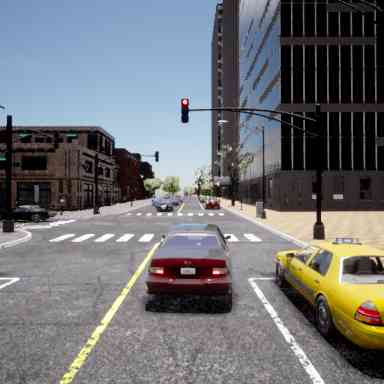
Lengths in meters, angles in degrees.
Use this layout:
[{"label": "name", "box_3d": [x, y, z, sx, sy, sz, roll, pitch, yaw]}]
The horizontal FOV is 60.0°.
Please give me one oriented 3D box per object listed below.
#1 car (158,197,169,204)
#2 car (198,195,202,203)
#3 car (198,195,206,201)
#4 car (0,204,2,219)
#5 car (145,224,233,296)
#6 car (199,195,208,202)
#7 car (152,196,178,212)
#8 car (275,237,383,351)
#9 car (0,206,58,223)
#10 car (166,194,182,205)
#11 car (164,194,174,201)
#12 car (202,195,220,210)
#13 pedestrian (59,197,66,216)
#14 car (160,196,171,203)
[{"label": "car", "box_3d": [-5.693, 1.606, 66.306, 1.802, 1.307, 4.206, 1, 0, 0]}, {"label": "car", "box_3d": [2.687, 1.552, 72.000, 1.752, 1.417, 4.829, 1, 0, 0]}, {"label": "car", "box_3d": [2.684, 1.578, 88.434, 1.887, 1.381, 4.507, 1, 0, 0]}, {"label": "car", "box_3d": [-19.424, 1.811, 29.279, 4.313, 1.339, 1.947, -1, 0, 1]}, {"label": "car", "box_3d": [0.074, 1.550, 8.828, 2.033, 1.411, 5.357, 0, 0, 3]}, {"label": "car", "box_3d": [2.686, 1.554, 77.534, 1.752, 1.417, 4.829, 1, 0, 0]}, {"label": "car", "box_3d": [-3.109, 1.504, 38.822, 2.128, 1.511, 4.902, 0, 0, 0]}, {"label": "car", "box_3d": [2.837, 1.527, 6.377, 1.752, 1.417, 4.829, 1, 0, 0]}, {"label": "car", "box_3d": [-13.347, 1.746, 26.362, 4.718, 1.301, 1.895, 0, -1, 0]}, {"label": "car", "box_3d": [-3.104, 1.567, 55.009, 2.033, 1.411, 5.357, 0, 0, 0]}, {"label": "car", "box_3d": [-5.692, 1.346, 82.909, 2.192, 1.841, 5.009, 1, 0, 0]}, {"label": "car", "box_3d": [2.694, 1.455, 44.155, 1.967, 1.590, 4.097, 1, 0, 0]}, {"label": "pedestrian", "box_3d": [-12.551, 1.368, 32.147, 0.375, 1.860, 0.375, 0, 0, 1]}, {"label": "car", "box_3d": [-5.693, 1.593, 71.840, 1.947, 1.339, 4.313, 1, 0, 0]}]
